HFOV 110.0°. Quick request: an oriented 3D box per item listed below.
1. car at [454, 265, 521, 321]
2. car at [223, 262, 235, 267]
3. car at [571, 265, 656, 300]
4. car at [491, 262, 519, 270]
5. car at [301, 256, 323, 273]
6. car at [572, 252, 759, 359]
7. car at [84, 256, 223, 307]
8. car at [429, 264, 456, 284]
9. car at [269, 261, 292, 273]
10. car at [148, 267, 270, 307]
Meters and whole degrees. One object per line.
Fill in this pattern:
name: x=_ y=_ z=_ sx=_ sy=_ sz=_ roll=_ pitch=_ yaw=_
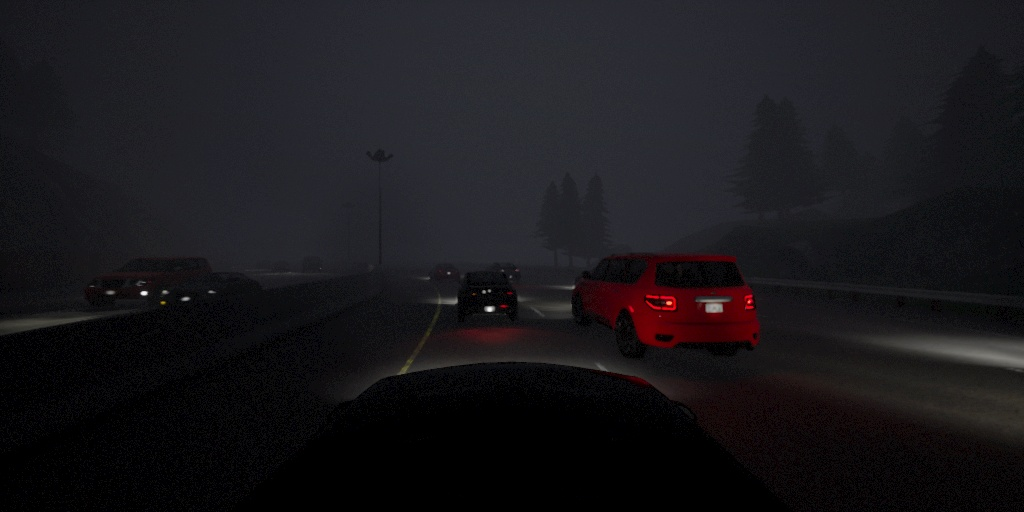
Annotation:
car: x=-0.966 y=1.247 z=12.540 sx=1.837 sy=1.490 sz=4.892 roll=0 pitch=0 yaw=-8
car: x=-38.815 y=1.467 z=48.306 sx=1.994 sy=1.385 sz=4.181 roll=0 pitch=0 yaw=-28
car: x=5.042 y=1.250 z=18.854 sx=2.033 sy=1.411 sz=5.357 roll=0 pitch=0 yaw=-12
car: x=-0.837 y=1.217 z=26.849 sx=2.128 sy=1.511 sz=4.902 roll=0 pitch=0 yaw=-18
car: x=-25.249 y=1.051 z=45.262 sx=2.150 sy=2.045 sz=5.566 roll=0 pitch=1 yaw=-29
car: x=3.083 y=0.947 z=8.564 sx=2.150 sy=2.045 sz=5.566 roll=0 pitch=0 yaw=-5
car: x=-16.082 y=1.039 z=16.422 sx=2.150 sy=2.045 sz=5.566 roll=0 pitch=0 yaw=-15
car: x=-5.676 y=1.312 z=29.942 sx=1.994 sy=1.385 sz=4.181 roll=0 pitch=0 yaw=-21
car: x=-29.870 y=1.384 z=46.464 sx=1.812 sy=1.442 sz=4.674 roll=0 pitch=0 yaw=-28
car: x=-12.249 y=1.364 z=14.941 sx=1.994 sy=1.385 sz=4.181 roll=0 pitch=0 yaw=-12
